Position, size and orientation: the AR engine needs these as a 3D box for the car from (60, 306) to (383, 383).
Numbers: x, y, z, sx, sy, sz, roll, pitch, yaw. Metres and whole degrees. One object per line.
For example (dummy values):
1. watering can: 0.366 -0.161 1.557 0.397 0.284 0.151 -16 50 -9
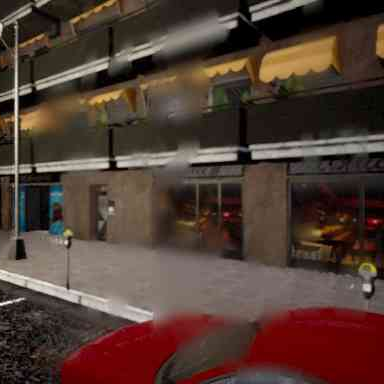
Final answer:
1. car: 0.900 1.540 2.236 4.507 1.381 1.887 0 0 35
